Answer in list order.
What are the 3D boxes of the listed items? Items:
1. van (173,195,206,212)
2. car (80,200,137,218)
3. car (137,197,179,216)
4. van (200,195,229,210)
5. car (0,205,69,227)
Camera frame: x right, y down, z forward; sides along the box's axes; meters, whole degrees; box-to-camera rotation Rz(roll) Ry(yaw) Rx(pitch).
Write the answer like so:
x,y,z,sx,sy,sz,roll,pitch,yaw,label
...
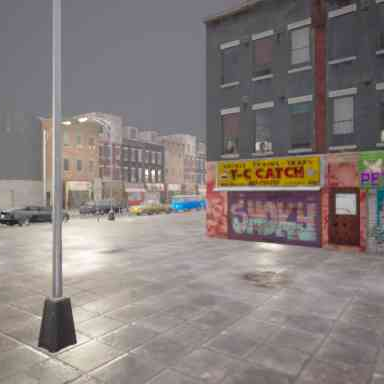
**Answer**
x,y,z,sx,sy,sz,roll,pitch,yaw,label
-0.464,1.248,35.897,1.690,1.788,3.998,0,0,35,van
-7.769,1.433,30.052,2.128,1.511,4.902,0,0,35,car
-3.654,1.448,31.429,1.752,1.417,4.829,0,0,35,car
2.825,1.233,40.503,1.690,1.788,3.998,0,0,35,van
-10.330,1.521,22.078,1.947,1.339,4.313,0,0,35,car
